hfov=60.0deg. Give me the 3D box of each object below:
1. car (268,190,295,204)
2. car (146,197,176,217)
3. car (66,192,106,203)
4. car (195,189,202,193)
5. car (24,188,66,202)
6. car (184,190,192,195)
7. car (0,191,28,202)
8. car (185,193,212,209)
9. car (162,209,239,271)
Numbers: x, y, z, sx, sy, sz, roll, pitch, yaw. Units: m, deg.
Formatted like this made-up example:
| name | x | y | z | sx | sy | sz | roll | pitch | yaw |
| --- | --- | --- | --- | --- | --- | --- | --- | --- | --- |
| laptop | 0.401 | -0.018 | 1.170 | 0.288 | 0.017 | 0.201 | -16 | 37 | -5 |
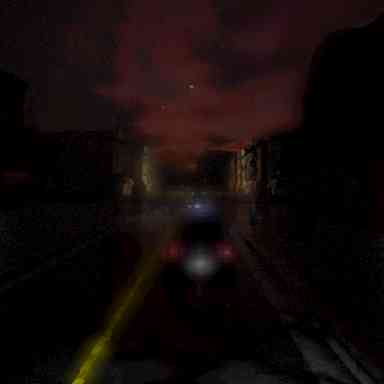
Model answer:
| name | x | y | z | sx | sy | sz | roll | pitch | yaw |
| --- | --- | --- | --- | --- | --- | --- | --- | --- | --- |
| car | 12.598 | 0.649 | 43.769 | 5.009 | 1.841 | 2.192 | 0 | 0 | 1 |
| car | -2.295 | 1.089 | 25.977 | 2.033 | 1.411 | 5.357 | 0 | 1 | 2 |
| car | -13.809 | 0.680 | 44.251 | 4.507 | 1.381 | 1.887 | 0 | 1 | 1 |
| car | 1.673 | 0.068 | 83.304 | 1.837 | 1.490 | 4.892 | 0 | 1 | 1 |
| car | -19.240 | 0.411 | 44.348 | 5.009 | 1.841 | 2.192 | 0 | 1 | 1 |
| car | -1.010 | 0.076 | 86.635 | 1.994 | 1.385 | 4.181 | 0 | 1 | 1 |
| car | -24.674 | 0.602 | 44.449 | 4.507 | 1.381 | 1.887 | 0 | 1 | 1 |
| car | 0.587 | 1.093 | 25.730 | 2.033 | 1.411 | 5.357 | 0 | 1 | 2 |
| car | 0.273 | 1.416 | 10.238 | 1.895 | 1.301 | 4.718 | 0 | 1 | 2 |
